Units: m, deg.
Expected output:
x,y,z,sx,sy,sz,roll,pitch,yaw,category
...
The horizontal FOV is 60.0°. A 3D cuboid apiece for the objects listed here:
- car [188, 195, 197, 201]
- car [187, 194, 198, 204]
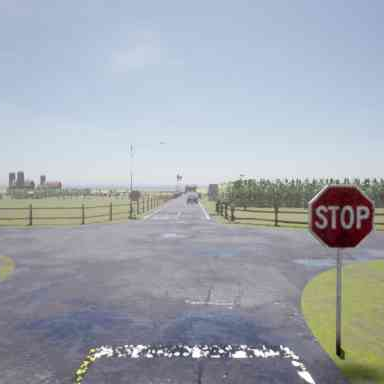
x,y,z,sx,sy,sz,roll,pitch,yaw,category
0.106,1.293,73.535,2.033,1.411,5.357,0,0,0,car
0.091,1.290,63.500,2.097,1.767,4.553,0,0,0,car
